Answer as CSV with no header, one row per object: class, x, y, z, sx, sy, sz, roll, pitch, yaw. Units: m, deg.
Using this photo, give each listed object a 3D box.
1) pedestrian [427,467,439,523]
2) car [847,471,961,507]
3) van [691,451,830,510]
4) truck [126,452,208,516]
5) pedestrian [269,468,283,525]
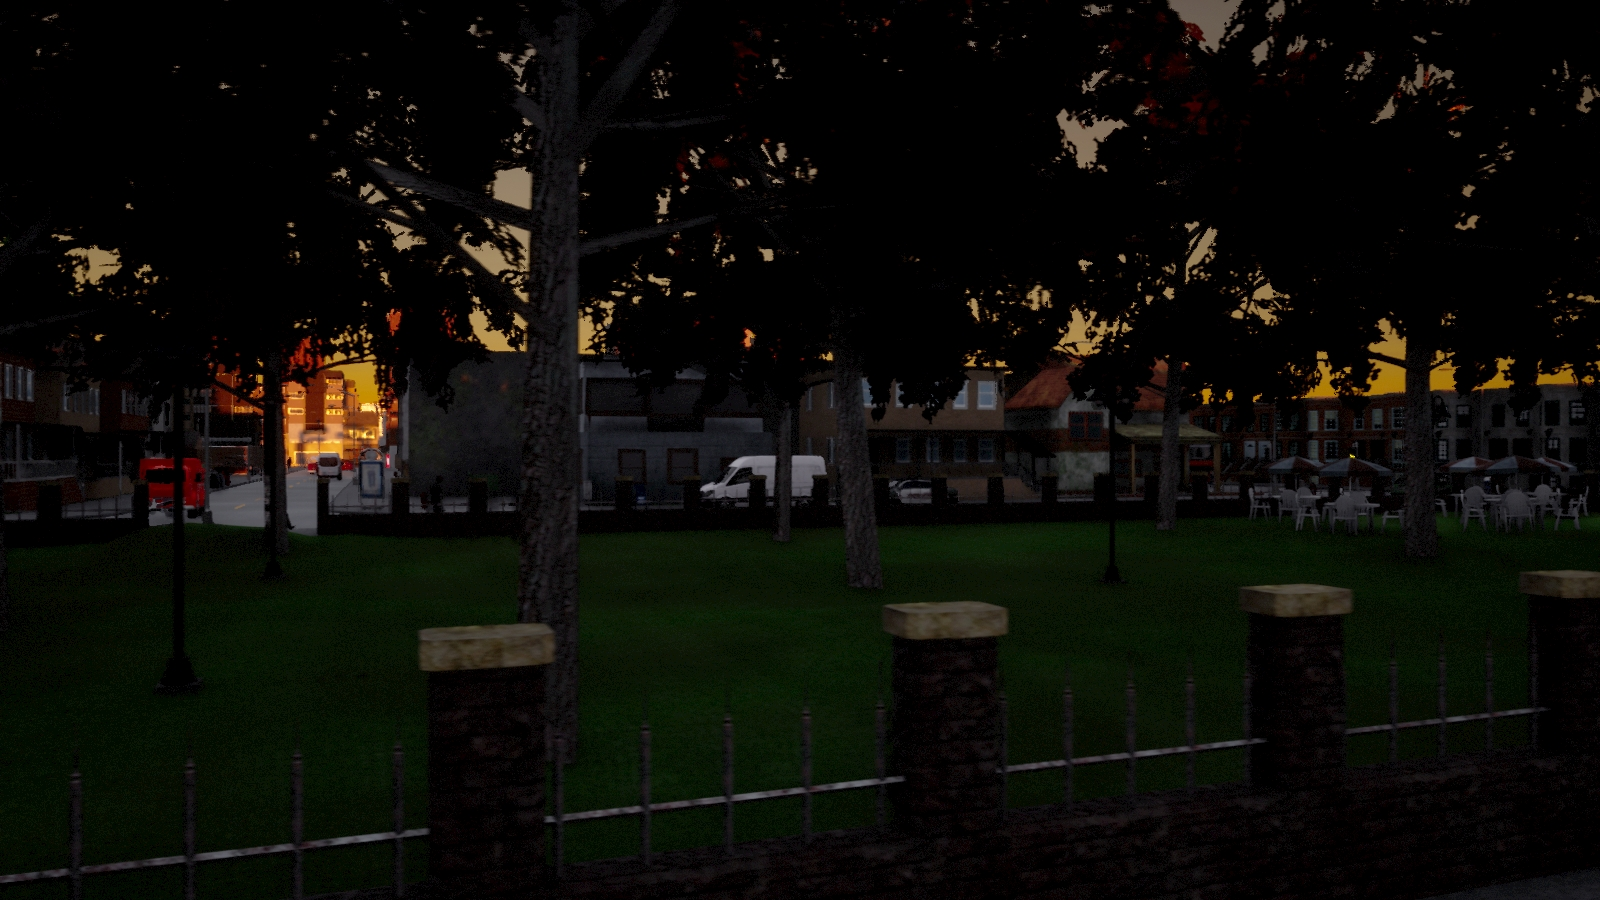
pedestrian,-12.479,1.525,38.857,0.375,1.860,0.375,0,0,-14
car,4.908,1.817,53.941,4.974,1.542,2.038,0,0,-21
van,-1.783,1.314,51.388,5.915,2.561,1.988,0,0,-20
truck,-26.209,1.359,47.489,2.627,2.467,5.204,0,-1,-25
pedestrian,-17.265,1.525,37.657,0.375,1.860,0.375,0,0,-20
